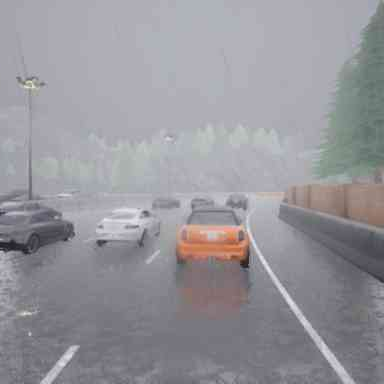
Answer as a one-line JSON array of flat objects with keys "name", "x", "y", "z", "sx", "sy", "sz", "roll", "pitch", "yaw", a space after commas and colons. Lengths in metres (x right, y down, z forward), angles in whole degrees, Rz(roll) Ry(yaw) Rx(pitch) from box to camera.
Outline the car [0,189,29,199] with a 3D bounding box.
[{"name": "car", "x": -24.933, "y": 0.623, "z": 46.260, "sx": 2.150, "sy": 2.045, "sz": 5.566, "roll": 0, "pitch": 1, "yaw": 16}]

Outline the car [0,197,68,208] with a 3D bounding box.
[{"name": "car", "x": -9.059, "y": 1.269, "z": 18.368, "sx": 1.837, "sy": 1.490, "sz": 4.892, "roll": 0, "pitch": 1, "yaw": 7}]

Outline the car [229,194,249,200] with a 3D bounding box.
[{"name": "car", "x": 4.876, "y": 0.963, "z": 35.104, "sx": 2.097, "sy": 1.767, "sz": 4.553, "roll": 0, "pitch": 1, "yaw": 14}]

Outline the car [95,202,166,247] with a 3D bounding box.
[{"name": "car", "x": -2.538, "y": 1.358, "z": 13.968, "sx": 1.812, "sy": 1.442, "sz": 4.674, "roll": 0, "pitch": 1, "yaw": 6}]

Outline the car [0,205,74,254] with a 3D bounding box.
[{"name": "car", "x": -6.173, "y": 1.401, "z": 12.676, "sx": 1.994, "sy": 1.385, "sz": 4.181, "roll": 0, "pitch": 1, "yaw": 5}]

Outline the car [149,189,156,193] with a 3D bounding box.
[{"name": "car", "x": -9.044, "y": 0.120, "z": 84.607, "sx": 2.097, "sy": 1.767, "sz": 4.553, "roll": 1, "pitch": 1, "yaw": 28}]

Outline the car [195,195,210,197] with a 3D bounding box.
[{"name": "car", "x": 1.171, "y": 1.096, "z": 34.797, "sx": 2.128, "sy": 1.511, "sz": 4.902, "roll": 0, "pitch": 1, "yaw": 14}]

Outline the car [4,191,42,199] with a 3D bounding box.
[{"name": "car", "x": -21.803, "y": 0.978, "z": 44.492, "sx": 2.033, "sy": 1.411, "sz": 5.357, "roll": 0, "pitch": 1, "yaw": 16}]

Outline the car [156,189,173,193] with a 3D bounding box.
[{"name": "car", "x": -6.210, "y": 0.334, "z": 82.501, "sx": 1.837, "sy": 1.490, "sz": 4.892, "roll": 1, "pitch": 1, "yaw": 28}]

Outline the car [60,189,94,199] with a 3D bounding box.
[{"name": "car", "x": -14.712, "y": 0.810, "z": 43.770, "sx": 2.097, "sy": 1.767, "sz": 4.553, "roll": 0, "pitch": 1, "yaw": 16}]

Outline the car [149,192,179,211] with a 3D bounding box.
[{"name": "car", "x": -2.554, "y": 1.092, "z": 34.268, "sx": 2.128, "sy": 1.511, "sz": 4.902, "roll": 0, "pitch": 1, "yaw": 13}]

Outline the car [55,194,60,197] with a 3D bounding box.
[{"name": "car", "x": -17.208, "y": 0.628, "z": 47.725, "sx": 2.150, "sy": 2.045, "sz": 5.566, "roll": 0, "pitch": 1, "yaw": 17}]

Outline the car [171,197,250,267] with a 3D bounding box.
[{"name": "car", "x": 0.726, "y": 1.225, "z": 11.197, "sx": 2.097, "sy": 1.767, "sz": 4.553, "roll": 0, "pitch": 1, "yaw": 4}]
